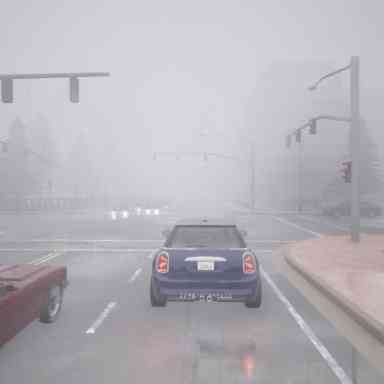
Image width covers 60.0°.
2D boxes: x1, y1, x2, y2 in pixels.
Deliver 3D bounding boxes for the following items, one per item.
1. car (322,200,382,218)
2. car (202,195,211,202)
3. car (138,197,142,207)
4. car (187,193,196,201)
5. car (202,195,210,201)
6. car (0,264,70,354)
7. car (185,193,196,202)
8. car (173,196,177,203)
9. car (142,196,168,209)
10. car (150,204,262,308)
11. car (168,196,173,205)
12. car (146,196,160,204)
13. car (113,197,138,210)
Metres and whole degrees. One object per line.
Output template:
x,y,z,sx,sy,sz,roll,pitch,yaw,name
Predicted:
14.128,1.505,29.533,4.892,1.490,1.837,0,0,4,car
3.107,1.549,73.642,1.994,1.385,4.181,0,0,2,car
-8.325,1.491,51.862,2.128,1.511,4.902,0,0,2,car
-0.058,1.223,82.510,2.150,2.045,5.566,0,0,2,car
3.439,1.475,82.346,1.882,1.535,5.008,0,0,2,car
-3.305,1.601,4.241,1.895,1.301,4.718,0,0,2,car
-0.429,1.520,72.779,1.812,1.442,4.674,0,0,2,car
-4.109,1.478,68.365,1.882,1.535,5.008,0,0,3,car
-5.059,1.491,45.823,2.128,1.511,4.902,0,0,2,car
0.309,1.352,8.114,2.097,1.767,4.553,0,0,2,car
-4.691,1.478,55.182,1.882,1.535,5.008,0,0,2,car
-7.717,1.502,66.188,1.837,1.490,4.892,0,1,3,car
-8.687,1.601,42.557,1.895,1.301,4.718,0,0,2,car
